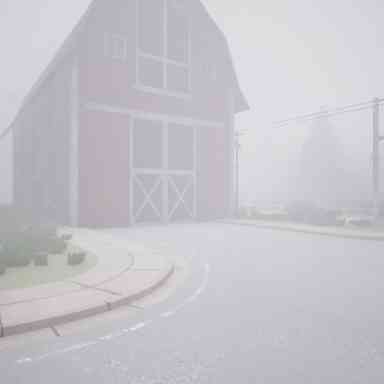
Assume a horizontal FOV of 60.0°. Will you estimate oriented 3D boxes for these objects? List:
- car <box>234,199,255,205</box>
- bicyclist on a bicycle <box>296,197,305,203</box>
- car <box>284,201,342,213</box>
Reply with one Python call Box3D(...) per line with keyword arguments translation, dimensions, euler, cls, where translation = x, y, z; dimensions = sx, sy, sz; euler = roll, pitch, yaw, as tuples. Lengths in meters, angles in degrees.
Box3D(translation=(5.498, 1.552, 38.480), dimensions=(1.812, 1.442, 4.674), euler=(0, 0, -34), cls="car")
Box3D(translation=(13.252, 1.322, 40.222), dimensions=(1.656, 1.620, 0.582), euler=(46, -25, -24), cls="bicyclist on a bicycle")
Box3D(translation=(10.930, 1.574, 30.599), dimensions=(2.033, 1.411, 5.357), euler=(0, 0, -35), cls="car")
